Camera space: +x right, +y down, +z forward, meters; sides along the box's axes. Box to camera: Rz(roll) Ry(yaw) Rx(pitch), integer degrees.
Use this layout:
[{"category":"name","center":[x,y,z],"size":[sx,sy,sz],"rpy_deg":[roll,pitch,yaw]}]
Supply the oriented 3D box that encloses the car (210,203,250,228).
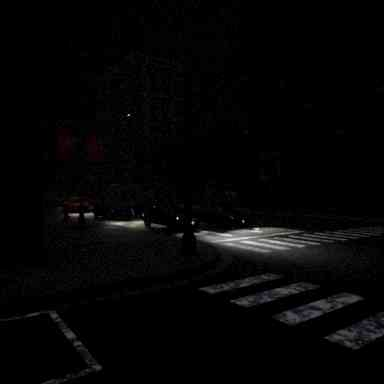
[{"category":"car","center":[1.696,1.500,22.013],"size":[1.812,1.442,4.674],"rpy_deg":[0,0,-37]}]

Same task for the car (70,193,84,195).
[{"category":"car","center":[-20.528,1.126,58.759],"size":[2.150,2.045,5.566],"rpy_deg":[0,0,-36]}]

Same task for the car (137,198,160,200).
[{"category":"car","center":[-3.543,1.313,29.262],"size":[2.097,1.767,4.553],"rpy_deg":[0,0,-36]}]

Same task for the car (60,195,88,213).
[{"category":"car","center":[-12.631,1.426,36.336],"size":[1.882,1.535,5.008],"rpy_deg":[0,0,-35]}]

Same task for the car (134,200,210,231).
[{"category":"car","center":[-1.401,1.469,20.723],"size":[2.128,1.511,4.902],"rpy_deg":[0,0,-36]}]

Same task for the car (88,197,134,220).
[{"category":"car","center":[-6.816,1.441,28.248],"size":[1.882,1.535,5.008],"rpy_deg":[0,0,-36]}]
